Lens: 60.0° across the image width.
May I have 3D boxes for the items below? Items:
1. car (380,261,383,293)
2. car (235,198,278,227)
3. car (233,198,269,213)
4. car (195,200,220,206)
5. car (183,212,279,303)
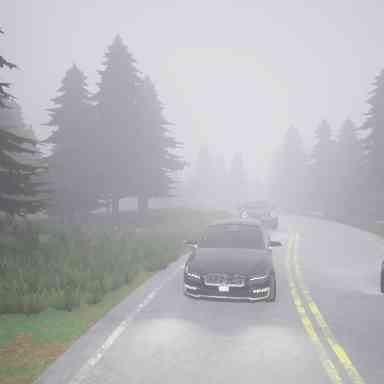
[{"bbox_3d":[4.498,1.308,4.647,2.097,1.767,4.553,-1,0,8],"label":"car"},{"bbox_3d":[3.901,1.270,20.396,2.097,1.767,4.553,-1,0,5],"label":"car"},{"bbox_3d":[6.239,1.410,35.738,1.837,1.490,4.892,2,-1,-15],"label":"car"},{"bbox_3d":[1.965,1.798,44.867,1.812,1.442,4.674,3,-5,-35],"label":"car"},{"bbox_3d":[1.100,1.496,8.421,1.837,1.490,4.892,-1,0,13],"label":"car"}]
